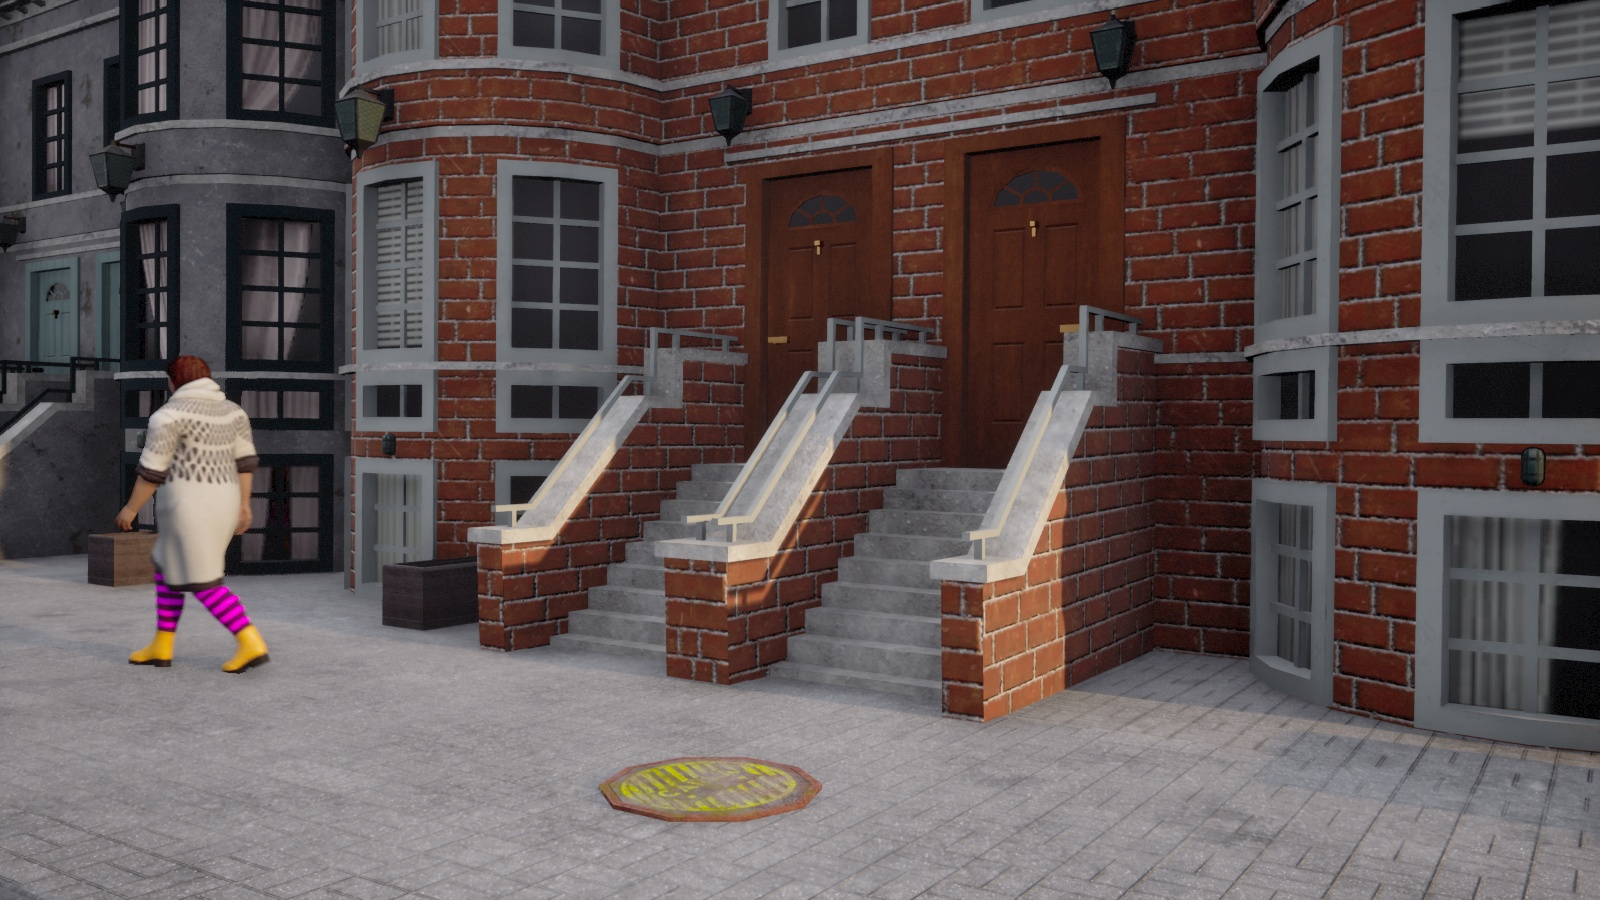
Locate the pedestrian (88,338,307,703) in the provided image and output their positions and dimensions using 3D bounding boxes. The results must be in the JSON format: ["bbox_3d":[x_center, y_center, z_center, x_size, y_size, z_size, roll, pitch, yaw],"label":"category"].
[{"bbox_3d":[-3.397,0.374,7.122,0.873,1.952,0.659,0,1,12],"label":"pedestrian"}]
